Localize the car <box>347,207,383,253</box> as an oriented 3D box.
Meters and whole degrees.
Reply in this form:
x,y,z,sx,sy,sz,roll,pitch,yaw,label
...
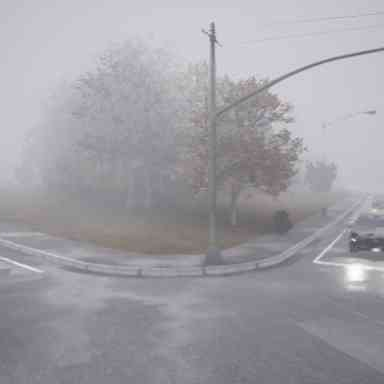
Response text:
x,y,z,sx,sy,sz,roll,pitch,yaw,label
7.590,1.571,13.614,2.033,1.411,5.357,0,0,30,car

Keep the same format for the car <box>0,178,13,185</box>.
x,y,z,sx,sy,sz,roll,pitch,yaw,label
-44.248,-2.455,78.866,1.895,1.301,4.718,0,3,-6,car

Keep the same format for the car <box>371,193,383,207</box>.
x,y,z,sx,sy,sz,roll,pitch,yaw,label
19.946,0.867,34.739,1.812,1.442,4.674,0,2,30,car
